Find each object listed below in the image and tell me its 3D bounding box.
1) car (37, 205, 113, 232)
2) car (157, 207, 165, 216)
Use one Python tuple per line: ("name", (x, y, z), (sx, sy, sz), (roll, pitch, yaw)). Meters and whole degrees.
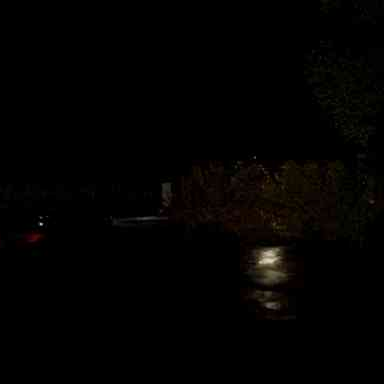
("car", (-7.305, 1.615, 21.244), (1.837, 1.490, 4.892), (-2, -2, 36))
("car", (-1.400, 1.699, 33.967), (2.128, 1.511, 4.902), (0, -1, 41))
